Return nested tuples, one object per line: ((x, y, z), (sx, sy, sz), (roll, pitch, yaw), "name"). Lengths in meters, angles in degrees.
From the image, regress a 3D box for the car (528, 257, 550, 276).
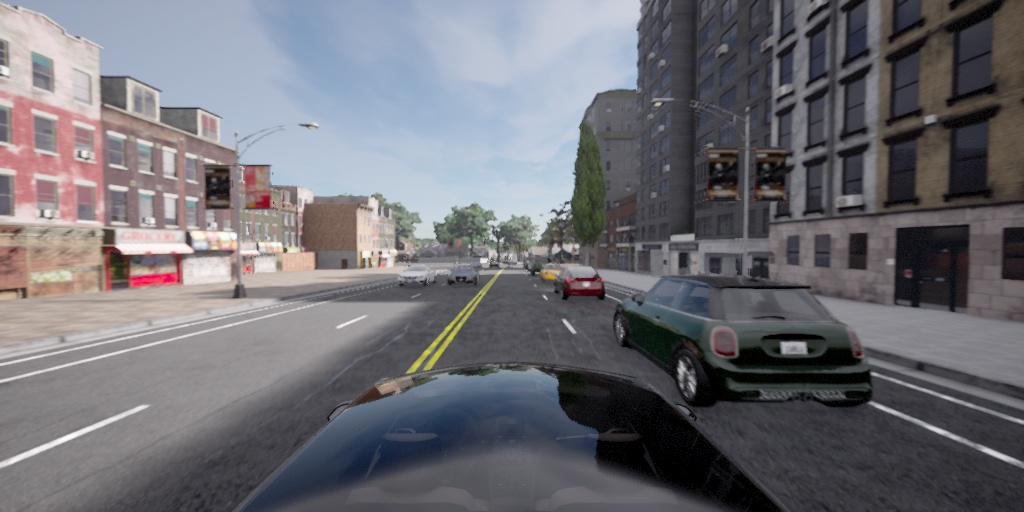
((3.235, 1.102, 39.960), (2.150, 2.045, 5.566), (0, 0, 0), "car")

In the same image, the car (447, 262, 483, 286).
((-3.356, 1.371, 25.581), (1.994, 1.385, 4.181), (0, 0, 0), "car")

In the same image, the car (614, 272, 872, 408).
((3.351, 1.101, 6.370), (2.097, 1.767, 4.553), (0, 0, 0), "car")

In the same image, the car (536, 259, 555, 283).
((3.239, 1.279, 29.112), (1.801, 1.575, 5.366), (0, 0, 0), "car")

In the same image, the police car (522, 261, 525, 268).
((3.225, 1.471, 62.055), (1.930, 1.638, 5.238), (0, -1, 0), "police car")

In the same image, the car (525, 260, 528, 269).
((3.230, 1.480, 50.936), (1.812, 1.442, 4.674), (0, 0, 0), "car")

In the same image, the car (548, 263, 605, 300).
((3.243, 1.278, 17.946), (2.163, 1.488, 4.792), (0, 0, 0), "car")

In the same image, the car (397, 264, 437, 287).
((-6.612, 1.332, 25.527), (1.812, 1.442, 4.674), (0, 0, 0), "car")
